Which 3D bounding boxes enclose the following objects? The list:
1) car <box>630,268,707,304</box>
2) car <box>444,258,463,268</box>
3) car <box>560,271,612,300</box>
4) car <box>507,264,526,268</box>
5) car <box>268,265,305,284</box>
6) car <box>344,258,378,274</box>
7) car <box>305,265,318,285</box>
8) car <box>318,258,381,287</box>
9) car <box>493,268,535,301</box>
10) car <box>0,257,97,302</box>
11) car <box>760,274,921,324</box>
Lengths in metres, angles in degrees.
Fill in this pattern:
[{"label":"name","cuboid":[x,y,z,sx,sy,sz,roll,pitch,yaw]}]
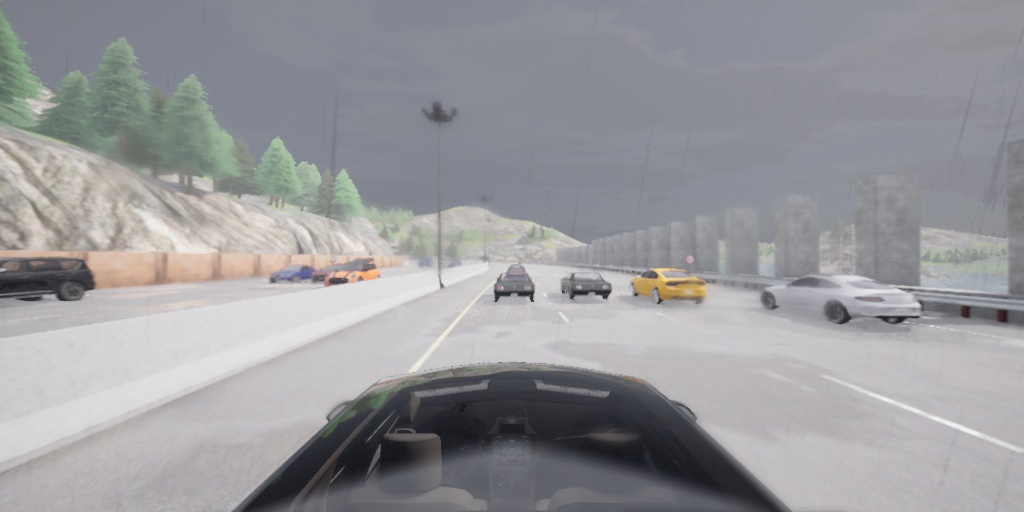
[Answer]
[{"label":"car","cuboid":[7.128,1.317,16.875,1.882,1.535,5.008,0,0,0]},{"label":"car","cuboid":[-9.873,1.461,62.531,2.097,1.767,4.553,0,0,0]},{"label":"car","cuboid":[3.640,1.450,18.477,1.895,1.301,4.718,0,0,1]},{"label":"car","cuboid":[0.461,1.516,35.848,1.994,1.385,4.181,0,0,2]},{"label":"car","cuboid":[-17.364,1.436,28.965,1.812,1.442,4.674,0,-1,2]},{"label":"car","cuboid":[-20.420,1.247,48.744,2.150,2.045,5.566,0,0,1]},{"label":"car","cuboid":[-13.881,1.386,28.544,1.882,1.535,5.008,0,-1,1]},{"label":"car","cuboid":[-10.475,1.233,23.942,2.097,1.767,4.553,0,0,1]},{"label":"car","cuboid":[0.123,1.447,17.939,1.895,1.301,4.718,0,0,1]},{"label":"car","cuboid":[-21.072,1.051,14.852,2.150,2.045,5.566,0,0,1]},{"label":"car","cuboid":[10.604,1.336,12.053,1.812,1.442,4.674,0,0,0]}]
